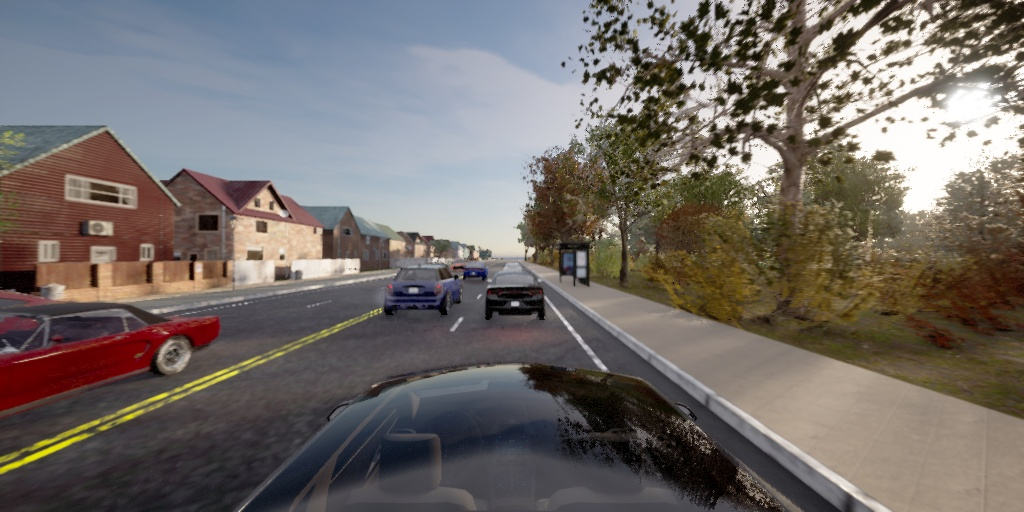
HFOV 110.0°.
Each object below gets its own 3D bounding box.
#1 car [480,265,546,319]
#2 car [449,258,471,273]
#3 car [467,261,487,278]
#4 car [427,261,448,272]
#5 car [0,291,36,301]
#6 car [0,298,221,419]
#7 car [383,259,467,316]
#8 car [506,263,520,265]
[{"bbox_3d":[0.097,1.246,12.895,1.882,1.535,5.008,0,0,0],"label":"car"},{"bbox_3d":[-6.582,1.185,45.899,2.097,1.767,4.553,0,0,0],"label":"car"},{"bbox_3d":[-3.151,1.279,31.759,1.882,1.535,5.008,0,0,0],"label":"car"},{"bbox_3d":[-9.827,1.402,47.553,1.994,1.385,4.181,0,0,0],"label":"car"},{"bbox_3d":[-9.850,1.282,5.625,1.812,1.442,4.674,0,0,0],"label":"car"},{"bbox_3d":[-6.600,1.355,4.709,1.895,1.301,4.718,0,0,0],"label":"car"},{"bbox_3d":[-3.151,1.121,13.612,2.097,1.767,4.553,0,0,0],"label":"car"},{"bbox_3d":[0.099,1.326,31.171,1.812,1.442,4.674,0,0,0],"label":"car"}]
